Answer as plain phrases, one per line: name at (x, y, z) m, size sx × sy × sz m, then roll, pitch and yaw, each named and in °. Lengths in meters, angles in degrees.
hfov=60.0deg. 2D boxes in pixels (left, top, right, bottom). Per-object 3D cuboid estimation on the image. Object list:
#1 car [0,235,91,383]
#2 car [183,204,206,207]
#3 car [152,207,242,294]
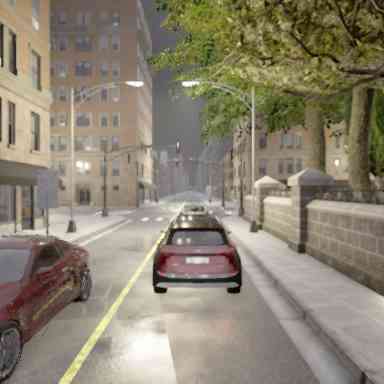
car at (-3.068, 1.511, 5.493) m, size 1.812 × 1.442 × 4.674 m, roll 0°, pitch 0°, yaw 0°
car at (0.123, 1.457, 18.607) m, size 1.837 × 1.490 × 4.892 m, roll 0°, pitch 0°, yaw 0°
car at (0.111, 1.407, 8.762) m, size 2.033 × 1.649 × 4.856 m, roll 0°, pitch 0°, yaw 0°
